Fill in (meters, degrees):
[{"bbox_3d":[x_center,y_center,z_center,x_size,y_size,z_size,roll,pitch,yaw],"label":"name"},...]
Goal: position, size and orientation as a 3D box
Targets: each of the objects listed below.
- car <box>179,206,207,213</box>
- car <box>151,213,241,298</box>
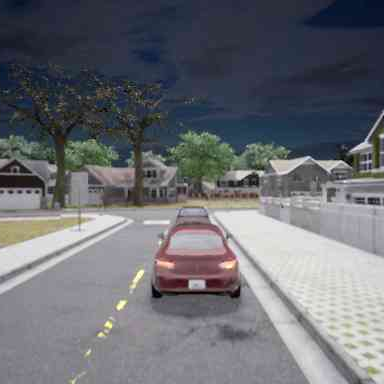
[{"bbox_3d":[0.054,1.452,17.742,2.033,1.411,5.357,0,0,0],"label":"car"},{"bbox_3d":[0.081,1.480,8.263,1.812,1.442,4.674,0,0,0],"label":"car"}]
